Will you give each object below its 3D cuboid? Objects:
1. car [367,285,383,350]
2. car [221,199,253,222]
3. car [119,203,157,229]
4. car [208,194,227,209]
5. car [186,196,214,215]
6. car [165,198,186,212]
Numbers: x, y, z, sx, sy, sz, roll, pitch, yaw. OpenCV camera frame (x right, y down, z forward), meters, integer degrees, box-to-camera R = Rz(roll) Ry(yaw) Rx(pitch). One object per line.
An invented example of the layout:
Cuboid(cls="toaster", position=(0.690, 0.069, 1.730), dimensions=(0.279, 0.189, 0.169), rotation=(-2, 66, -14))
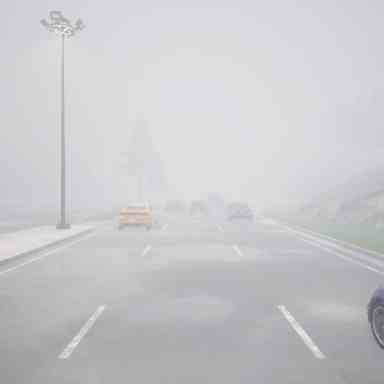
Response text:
Cuboid(cls="car", position=(3.600, 1.526, 3.175), dimensions=(1.812, 1.442, 4.674), rotation=(0, 0, 0))
Cuboid(cls="car", position=(3.699, 1.547, 26.627), dimensions=(2.033, 1.411, 5.357), rotation=(0, 0, 2))
Cuboid(cls="car", position=(-3.382, 1.477, 21.491), dimensions=(1.882, 1.535, 5.008), rotation=(0, 0, 0))
Cuboid(cls="car", position=(3.383, 1.221, 44.379), dimensions=(2.150, 2.045, 5.566), rotation=(0, 0, 16))
Cuboid(cls="car", position=(0.908, 1.505, 34.204), dimensions=(1.837, 1.490, 4.892), rotation=(0, 0, 9))
Cuboid(cls="car", position=(-1.752, 1.504, 38.608), dimensions=(1.837, 1.490, 4.892), rotation=(0, 0, 13))
